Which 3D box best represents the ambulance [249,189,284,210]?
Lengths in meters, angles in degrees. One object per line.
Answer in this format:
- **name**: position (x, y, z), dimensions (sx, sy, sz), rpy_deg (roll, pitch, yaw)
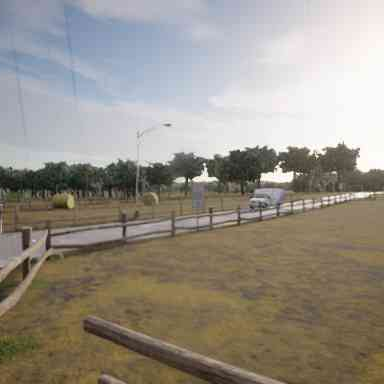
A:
- **ambulance**: position (9.279, 0.871, 41.325), dimensions (2.351, 2.431, 6.366), rpy_deg (1, 2, 35)
